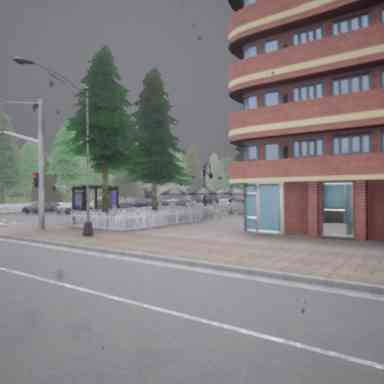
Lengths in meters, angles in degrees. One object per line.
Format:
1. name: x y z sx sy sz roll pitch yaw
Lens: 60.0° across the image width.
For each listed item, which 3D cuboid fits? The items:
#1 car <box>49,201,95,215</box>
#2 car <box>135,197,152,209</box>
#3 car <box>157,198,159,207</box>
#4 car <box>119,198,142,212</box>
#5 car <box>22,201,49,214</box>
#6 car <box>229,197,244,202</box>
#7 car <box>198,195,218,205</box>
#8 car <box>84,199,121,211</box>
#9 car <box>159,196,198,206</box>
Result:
1. car: -13.041 1.696 37.264 1.812 1.442 4.674 0 0 36
2. car: -7.702 1.521 44.513 2.097 1.767 4.553 -1 0 38
3. car: -5.769 1.715 52.408 1.812 1.442 4.674 -1 0 42
4. car: -8.180 1.708 37.777 1.994 1.385 4.181 0 0 35
5. car: -16.959 1.759 37.781 1.994 1.385 4.181 0 0 36
6. car: 8.293 1.609 54.826 4.902 1.511 2.128 0 0 -32
7. car: 2.103 1.394 59.348 5.566 2.045 2.150 0 0 -34
8. car: -11.925 1.720 44.749 1.812 1.442 4.674 -1 0 37
9. car: -2.013 1.712 51.609 5.357 1.411 2.033 0 0 -45
